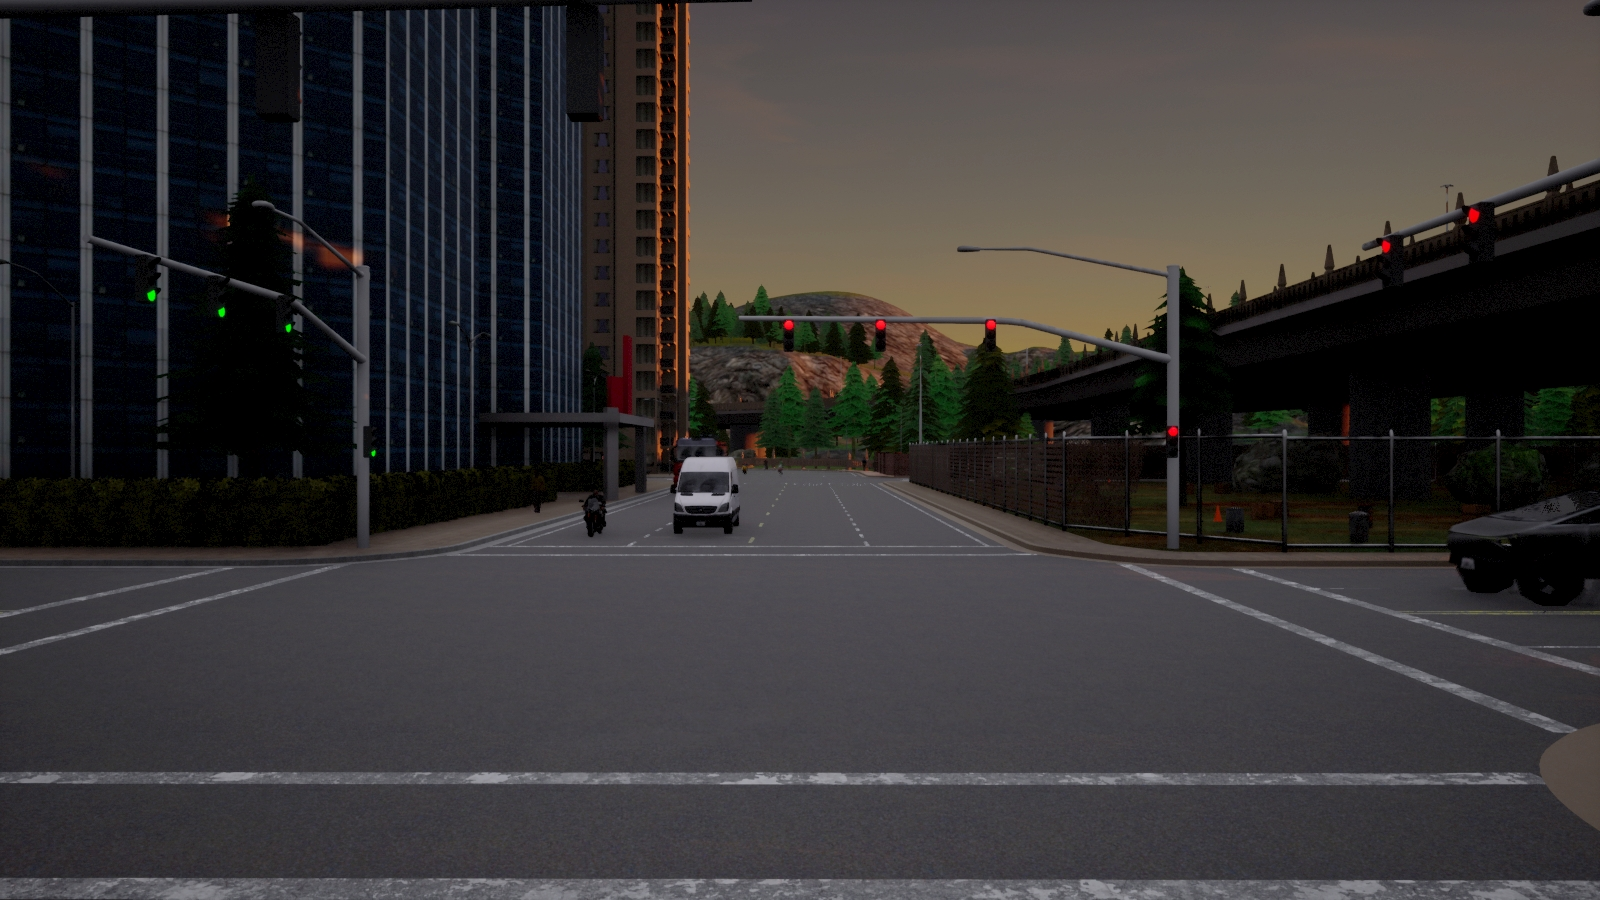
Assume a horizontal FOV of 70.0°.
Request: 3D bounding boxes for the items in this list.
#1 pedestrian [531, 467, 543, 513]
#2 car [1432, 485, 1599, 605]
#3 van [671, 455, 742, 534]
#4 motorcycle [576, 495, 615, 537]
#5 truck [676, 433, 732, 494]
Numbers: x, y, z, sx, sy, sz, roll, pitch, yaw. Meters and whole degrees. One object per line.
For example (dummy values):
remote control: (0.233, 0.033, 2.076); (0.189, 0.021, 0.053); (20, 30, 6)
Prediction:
pedestrian: (-10.791, 1.642, 46.867); (0.375, 1.860, 0.375); (0, 0, 2)
car: (15.855, 1.753, 21.797); (6.274, 2.098, 2.390); (0, 0, 0)
van: (-3.226, 1.479, 40.346); (1.988, 2.561, 5.915); (0, 0, 0)
motorcycle: (-6.735, 2.150, 37.693); (0.867, 1.251, 2.209); (0, 0, 0)
truck: (-6.231, 0.835, 75.291); (2.891, 3.827, 8.468); (0, 0, 0)
